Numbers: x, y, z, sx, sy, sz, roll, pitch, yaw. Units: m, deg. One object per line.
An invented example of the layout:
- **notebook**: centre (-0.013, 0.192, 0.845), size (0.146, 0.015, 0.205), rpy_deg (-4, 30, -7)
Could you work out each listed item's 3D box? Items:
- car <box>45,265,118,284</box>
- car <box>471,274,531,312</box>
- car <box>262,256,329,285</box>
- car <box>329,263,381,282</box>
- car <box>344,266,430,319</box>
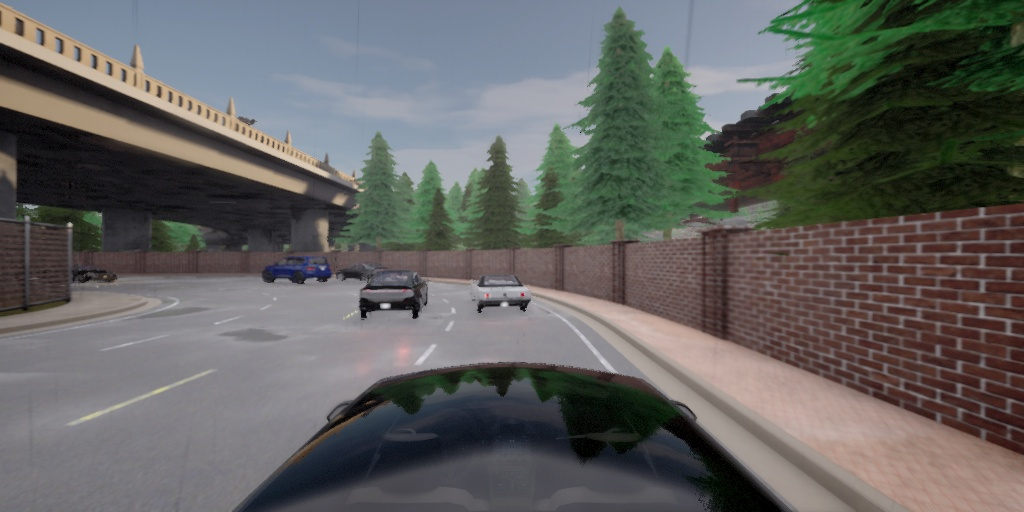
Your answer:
- **car**: centre (-32.718, 1.377, 27.229), size (4.181, 1.385, 1.994), rpy_deg (0, 0, 4)
- **car**: centre (-0.632, 1.382, 14.500), size (1.895, 1.301, 4.718), rpy_deg (0, 0, -10)
- **car**: centre (-16.307, 1.033, 27.241), size (5.566, 2.045, 2.150), rpy_deg (0, -1, 23)
- **car**: centre (-12.066, 1.307, 28.936), size (4.902, 1.511, 2.128), rpy_deg (0, 0, 29)
- **car**: centre (-4.123, 1.269, 12.979), size (2.128, 1.511, 4.902), rpy_deg (0, 0, -9)
